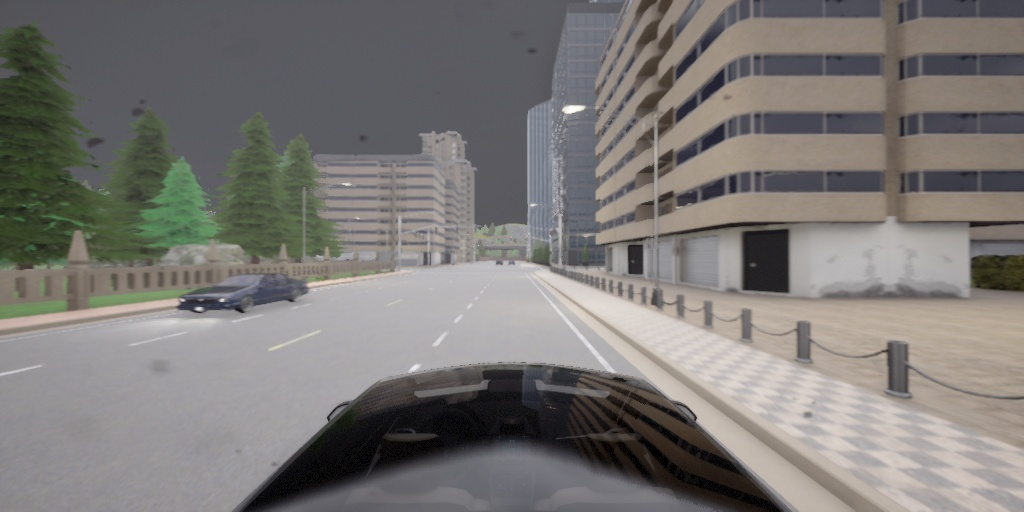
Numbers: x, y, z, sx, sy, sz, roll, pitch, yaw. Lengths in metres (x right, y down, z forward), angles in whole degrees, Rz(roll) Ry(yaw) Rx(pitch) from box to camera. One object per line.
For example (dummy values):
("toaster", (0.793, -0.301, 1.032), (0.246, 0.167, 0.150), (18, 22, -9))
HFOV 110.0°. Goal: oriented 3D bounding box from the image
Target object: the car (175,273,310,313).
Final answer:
("car", (-10.509, 1.396, 14.696), (2.033, 1.411, 5.357), (0, 0, 0))
